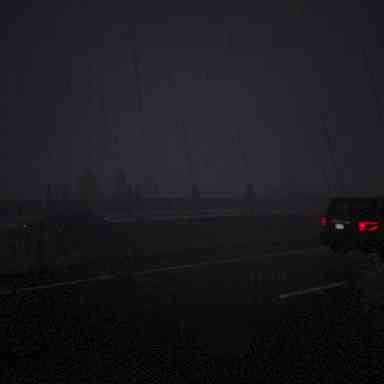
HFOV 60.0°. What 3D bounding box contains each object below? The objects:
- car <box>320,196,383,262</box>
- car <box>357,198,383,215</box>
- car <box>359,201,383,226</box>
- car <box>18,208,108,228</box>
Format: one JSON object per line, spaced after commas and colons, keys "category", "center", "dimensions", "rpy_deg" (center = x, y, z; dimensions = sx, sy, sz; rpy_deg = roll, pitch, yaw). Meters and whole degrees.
{"category": "car", "center": [6.968, 1.145, 11.504], "dimensions": [5.566, 2.045, 2.150], "rpy_deg": [0, 0, -27]}
{"category": "car", "center": [18.065, 1.303, 30.949], "dimensions": [4.892, 1.490, 1.837], "rpy_deg": [0, 0, -16]}
{"category": "car", "center": [13.635, 1.379, 22.142], "dimensions": [4.674, 1.442, 1.812], "rpy_deg": [0, 0, -20]}
{"category": "car", "center": [-6.238, 1.512, 16.307], "dimensions": [4.181, 1.385, 1.994], "rpy_deg": [0, 0, -31]}
